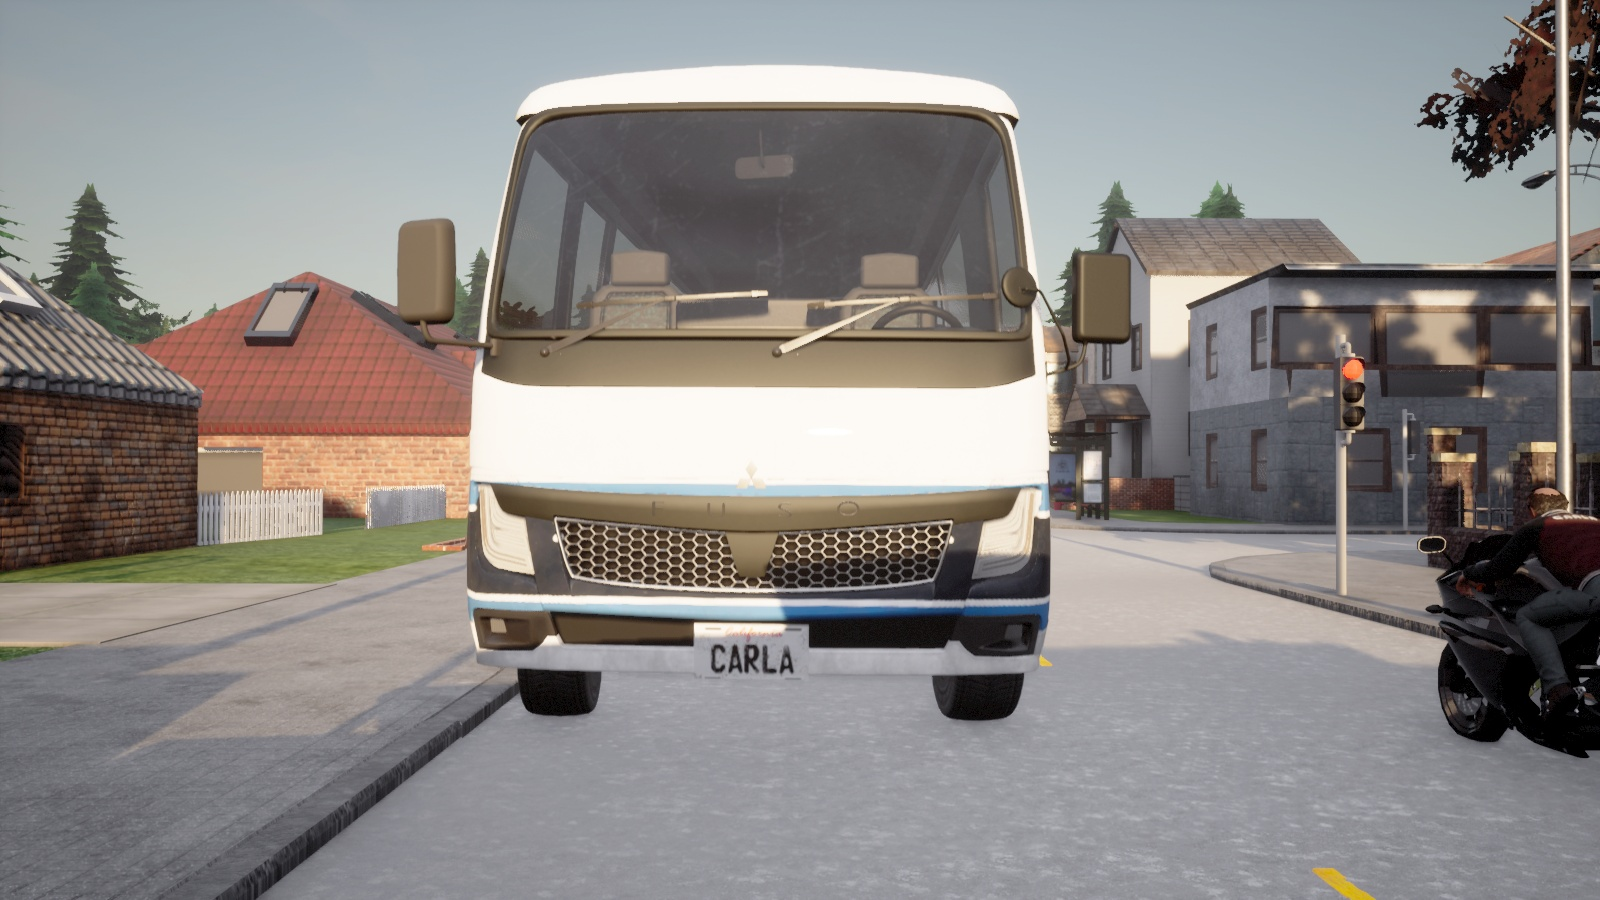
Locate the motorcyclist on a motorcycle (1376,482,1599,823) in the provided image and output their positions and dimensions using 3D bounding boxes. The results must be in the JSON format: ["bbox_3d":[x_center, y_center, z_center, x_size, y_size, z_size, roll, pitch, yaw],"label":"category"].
[{"bbox_3d":[4.037,0.945,6.681,0.866,1.530,2.191,0,-1,-2],"label":"motorcyclist on a motorcycle"}]

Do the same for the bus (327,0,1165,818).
[{"bbox_3d":[-0.098,-0.377,11.045,3.944,4.253,10.273,0,0,2],"label":"bus"}]
